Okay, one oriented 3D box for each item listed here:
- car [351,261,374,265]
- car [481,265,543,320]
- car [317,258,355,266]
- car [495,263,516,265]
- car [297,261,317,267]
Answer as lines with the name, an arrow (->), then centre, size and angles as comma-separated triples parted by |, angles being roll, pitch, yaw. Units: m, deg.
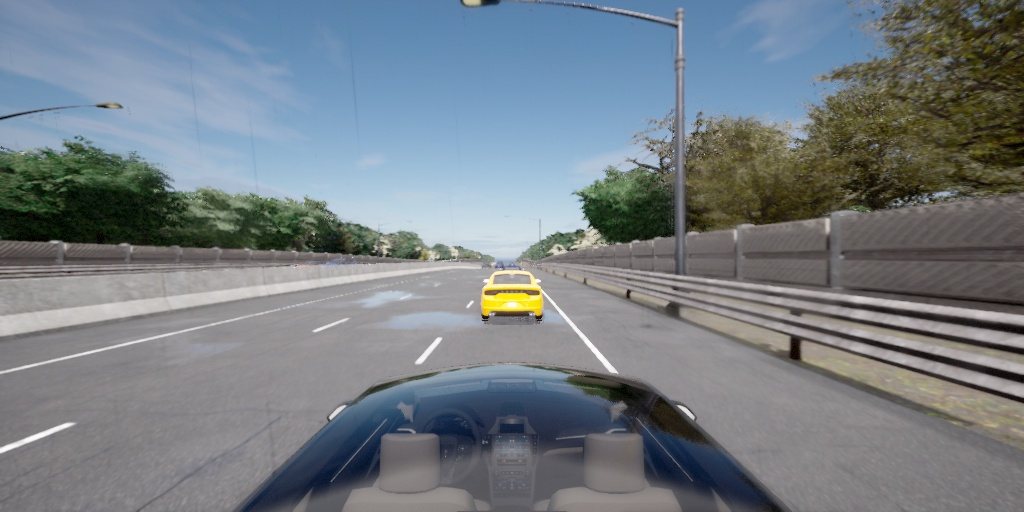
car -> -17.489, 1.596, 43.903 | 1.994, 1.385, 4.181 | 0, -1, 0
car -> 0.003, 1.248, 12.672 | 1.882, 1.535, 5.008 | 0, 0, 0
car -> -20.989, 1.291, 43.878 | 2.150, 2.045, 5.566 | 0, -1, 0
car -> 0.006, 1.387, 26.142 | 1.994, 1.385, 4.181 | 0, -1, 0
car -> -24.489, 1.382, 43.937 | 2.097, 1.767, 4.553 | 0, -1, 0
